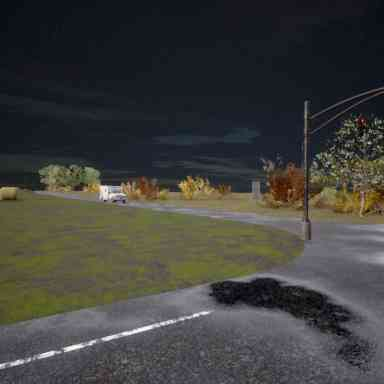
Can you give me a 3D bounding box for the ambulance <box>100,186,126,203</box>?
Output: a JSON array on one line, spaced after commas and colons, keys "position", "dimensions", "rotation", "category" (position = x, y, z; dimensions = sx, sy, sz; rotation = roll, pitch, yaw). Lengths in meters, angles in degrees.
[{"position": [-11.912, 0.341, 50.044], "dimensions": [2.351, 2.431, 6.366], "rotation": [2, 0, -32], "category": "ambulance"}]
